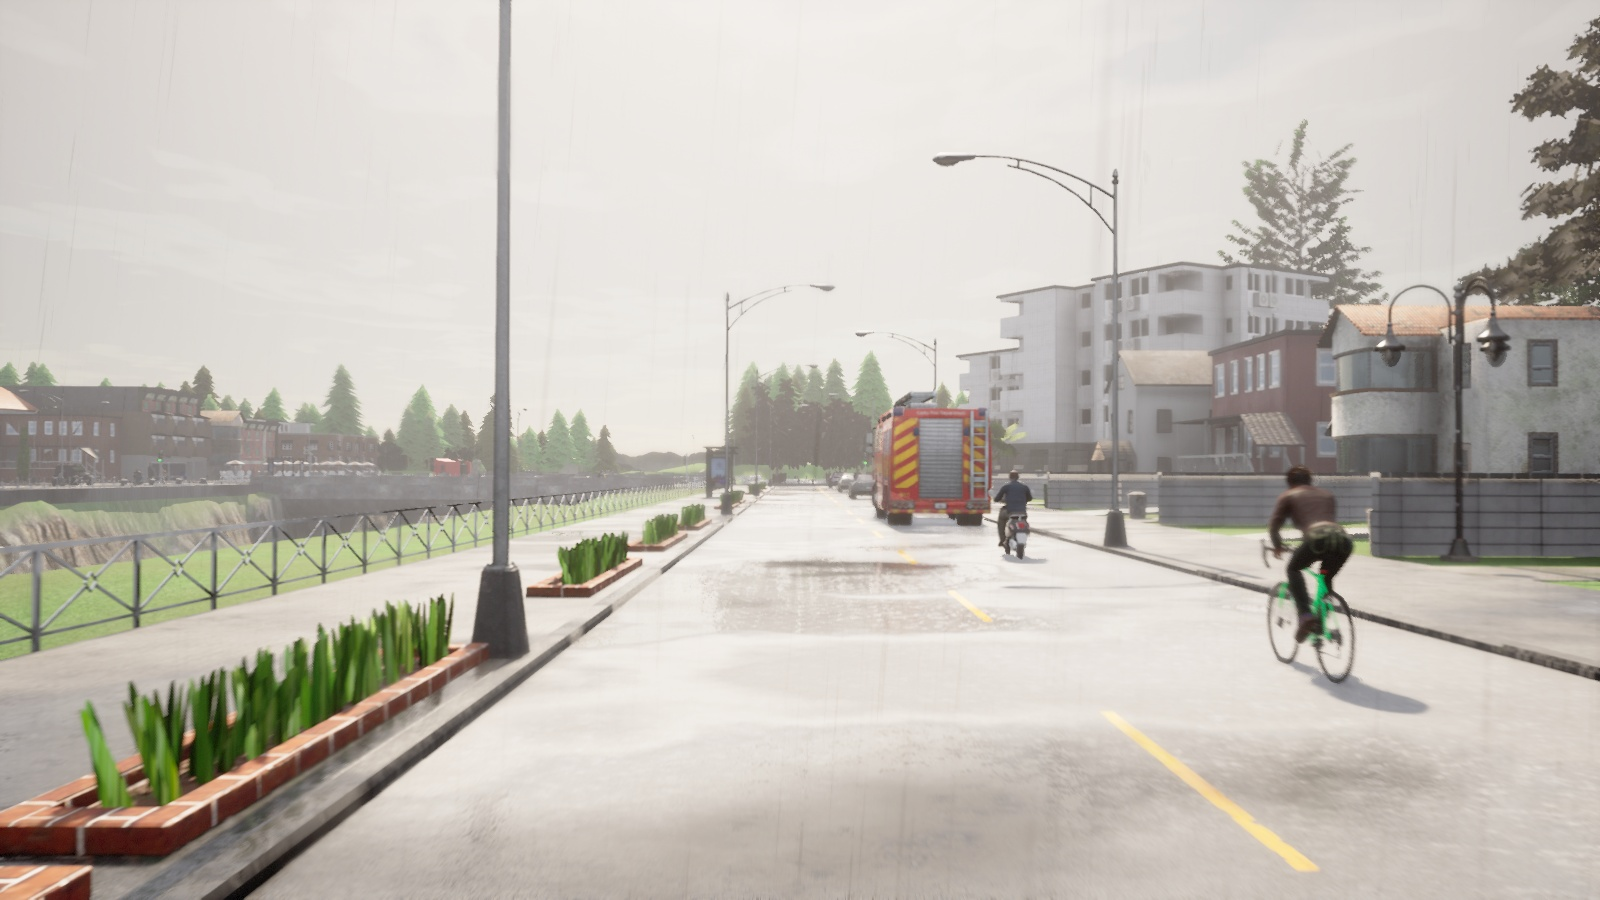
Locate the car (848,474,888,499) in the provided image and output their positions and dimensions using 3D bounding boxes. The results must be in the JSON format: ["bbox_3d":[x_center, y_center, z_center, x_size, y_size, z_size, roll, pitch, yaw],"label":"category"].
[{"bbox_3d":[3.834,2.058,71.389,1.994,1.385,4.181,0,-1,0],"label":"car"}]

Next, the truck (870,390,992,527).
[{"bbox_3d":[3.903,0.295,39.439,2.891,3.827,8.468,0,-1,0],"label":"truck"}]

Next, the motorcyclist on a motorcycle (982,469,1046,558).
[{"bbox_3d":[3.946,1.142,23.264,0.866,1.590,1.817,0,-1,0],"label":"motorcyclist on a motorcycle"}]

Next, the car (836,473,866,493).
[{"bbox_3d":[3.780,2.413,93.549,2.033,1.411,5.357,0,-1,0],"label":"car"}]

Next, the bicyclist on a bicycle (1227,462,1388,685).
[{"bbox_3d":[3.977,0.919,9.972,0.582,1.620,1.656,0,-1,0],"label":"bicyclist on a bicycle"}]
